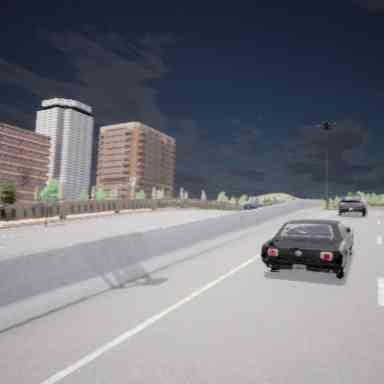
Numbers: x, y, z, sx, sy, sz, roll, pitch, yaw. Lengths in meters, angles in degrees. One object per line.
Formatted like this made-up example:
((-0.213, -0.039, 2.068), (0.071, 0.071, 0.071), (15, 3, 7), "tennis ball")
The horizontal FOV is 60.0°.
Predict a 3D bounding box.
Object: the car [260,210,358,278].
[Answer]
((3.573, 1.430, 9.686), (1.895, 1.301, 4.718), (-1, 0, 29), "car")

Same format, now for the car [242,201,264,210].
((9.091, 2.042, 48.636), (2.033, 1.411, 5.357), (-1, -5, 29), "car")

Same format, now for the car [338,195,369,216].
((12.423, 1.004, 25.636), (2.128, 1.511, 4.902), (-1, -1, 29), "car")

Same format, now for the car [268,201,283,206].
((11.994, 1.964, 46.659), (1.994, 1.385, 4.181), (-1, -5, 29), "car")
